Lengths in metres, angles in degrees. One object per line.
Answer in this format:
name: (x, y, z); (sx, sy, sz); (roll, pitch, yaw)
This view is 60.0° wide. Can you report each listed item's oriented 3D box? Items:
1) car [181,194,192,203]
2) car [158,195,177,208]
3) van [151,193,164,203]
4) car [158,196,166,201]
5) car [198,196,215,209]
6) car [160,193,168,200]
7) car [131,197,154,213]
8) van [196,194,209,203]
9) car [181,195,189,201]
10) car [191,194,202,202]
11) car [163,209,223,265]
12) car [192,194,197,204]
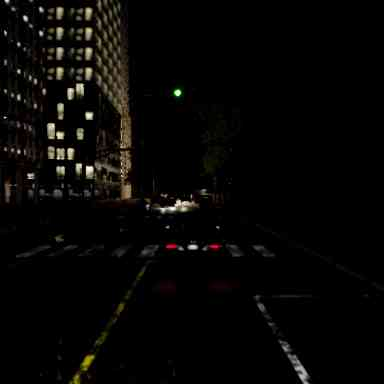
car: (-1.246, 1.371, 67.566); (2.097, 1.767, 4.553); (0, 0, -2)
car: (-3.501, 1.584, 48.666); (1.994, 1.385, 4.181); (0, 0, -1)
van: (-6.420, 1.362, 58.969); (1.690, 1.788, 3.998); (0, 0, -2)
car: (-7.250, 1.598, 81.146); (1.802, 1.307, 4.206); (0, 0, -2)
car: (2.050, 1.544, 42.860); (1.752, 1.417, 4.829); (0, 0, -1)
car: (-7.761, 1.326, 92.229); (2.192, 1.841, 5.009); (0, 0, -3)
car: (-5.701, 1.569, 36.796); (2.008, 1.369, 4.403); (0, 0, -1)
van: (1.918, 1.361, 48.233); (1.690, 1.788, 3.998); (0, 0, -1)
car: (-1.635, 1.444, 77.633); (1.895, 1.301, 4.718); (0, 0, -2)
car: (1.000, 1.332, 75.949); (2.192, 1.841, 5.009); (0, 0, -2)
car: (0.024, 1.555, 11.602); (2.033, 1.411, 5.357); (0, 0, 0)
car: (1.409, 1.545, 65.029); (1.752, 1.417, 4.829); (0, 0, -2)
